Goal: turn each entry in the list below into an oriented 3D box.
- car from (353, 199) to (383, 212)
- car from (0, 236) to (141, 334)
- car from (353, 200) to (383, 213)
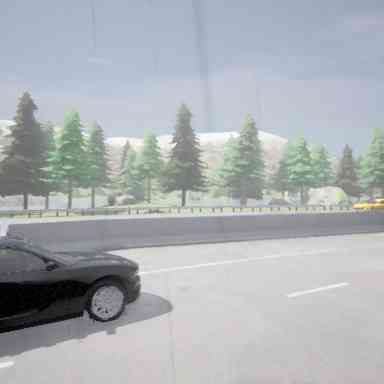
[{"bbox_3d":[18.908,1.502,33.898,5.008,1.535,1.882,0,0,-12],"label":"car"},{"bbox_3d":[-3.282,1.477,5.506,5.008,1.535,1.882,0,0,-35],"label":"car"},{"bbox_3d":[20.879,1.591,37.894,4.181,1.385,1.994,0,0,-11],"label":"car"}]
